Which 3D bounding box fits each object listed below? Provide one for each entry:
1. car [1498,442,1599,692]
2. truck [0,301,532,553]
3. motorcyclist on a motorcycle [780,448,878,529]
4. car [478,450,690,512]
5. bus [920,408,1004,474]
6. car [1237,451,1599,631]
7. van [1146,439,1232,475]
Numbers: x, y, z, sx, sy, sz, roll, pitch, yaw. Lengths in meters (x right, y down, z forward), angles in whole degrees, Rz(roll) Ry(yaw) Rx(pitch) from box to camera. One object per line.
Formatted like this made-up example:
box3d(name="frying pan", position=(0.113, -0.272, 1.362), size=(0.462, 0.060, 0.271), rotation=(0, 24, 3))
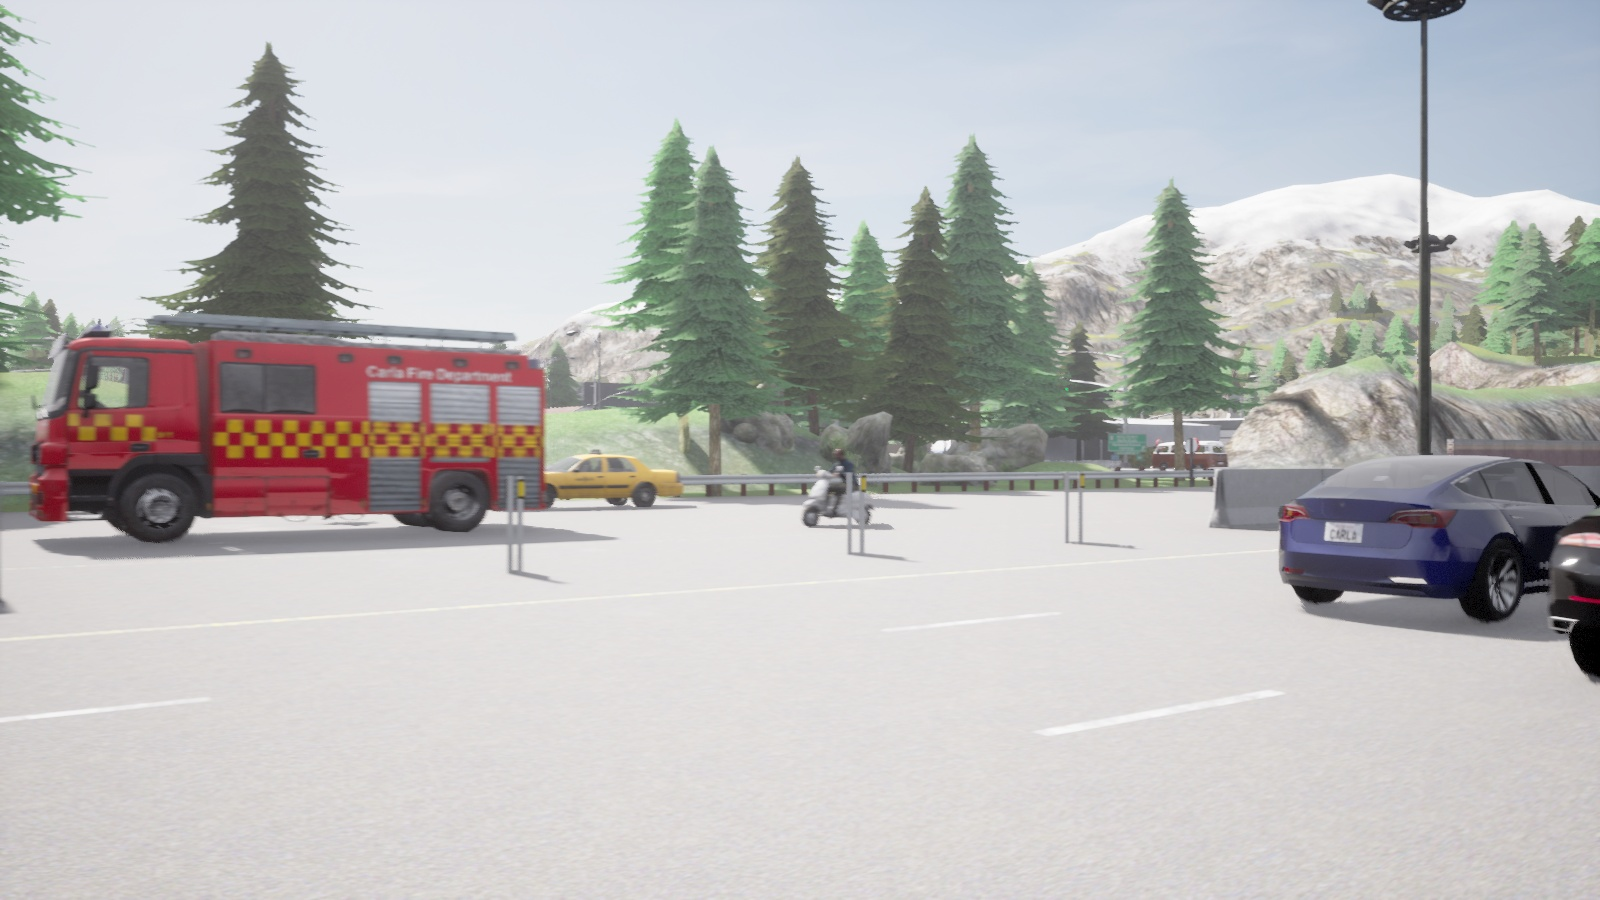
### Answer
box3d(name="car", position=(7.125, 0.707, 8.623), size=(4.902, 1.511, 2.128), rotation=(0, 0, -35))
box3d(name="truck", position=(-9.415, -0.344, 22.695), size=(8.468, 3.827, 2.891), rotation=(0, 0, -35))
box3d(name="motorcyclist on a motorcycle", position=(0.600, 0.759, 25.397), size=(1.817, 1.590, 0.866), rotation=(0, 0, -35))
box3d(name="car", position=(-5.733, 0.778, 33.782), size=(5.366, 1.575, 1.801), rotation=(0, 0, -35))
box3d(name="bus", position=(11.134, -0.551, 87.553), size=(3.944, 4.253, 10.273), rotation=(1, 0, -3))
box3d(name="car", position=(6.832, 0.761, 12.678), size=(4.792, 1.488, 2.163), rotation=(0, 0, -35))
box3d(name="van", position=(22.637, 0.404, 73.173), size=(2.069, 2.038, 4.480), rotation=(0, 0, -35))
